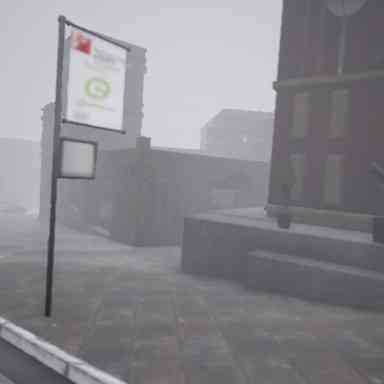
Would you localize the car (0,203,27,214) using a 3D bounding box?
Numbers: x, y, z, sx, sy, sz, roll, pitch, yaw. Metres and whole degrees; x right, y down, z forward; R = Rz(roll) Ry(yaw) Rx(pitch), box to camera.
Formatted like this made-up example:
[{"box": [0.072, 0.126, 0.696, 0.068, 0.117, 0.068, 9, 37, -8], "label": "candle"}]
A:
[{"box": [-23.477, 2.103, 43.037, 2.033, 1.411, 5.357, 4, -2, 2], "label": "car"}]
